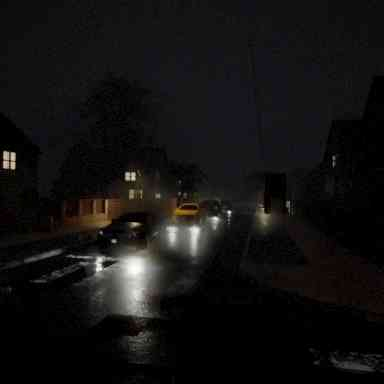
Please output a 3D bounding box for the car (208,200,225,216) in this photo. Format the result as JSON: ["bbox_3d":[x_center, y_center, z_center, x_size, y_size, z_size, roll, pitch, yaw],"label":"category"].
[{"bbox_3d":[1.958,1.616,35.644,2.097,1.767,4.553,1,-1,12],"label":"car"}]

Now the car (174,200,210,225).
[{"bbox_3d":[-0.120,1.625,25.688,1.882,1.535,5.008,1,0,11],"label":"car"}]

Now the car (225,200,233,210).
[{"bbox_3d":[5.171,2.029,50.720,1.812,1.442,4.674,1,-1,12],"label":"car"}]

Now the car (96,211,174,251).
[{"bbox_3d":[-2.416,1.570,14.625,1.812,1.442,4.674,1,0,12],"label":"car"}]
